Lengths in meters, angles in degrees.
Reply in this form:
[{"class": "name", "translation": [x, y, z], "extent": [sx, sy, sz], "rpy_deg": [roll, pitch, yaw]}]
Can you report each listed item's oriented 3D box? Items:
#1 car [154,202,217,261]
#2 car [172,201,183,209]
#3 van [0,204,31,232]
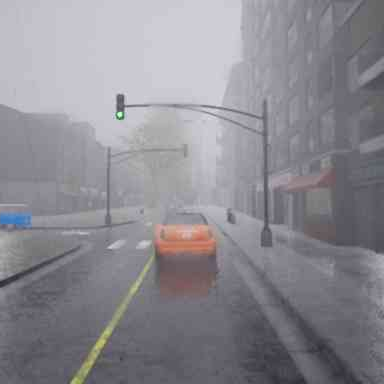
[{"class": "car", "translation": [-0.403, 1.457, 12.983], "extent": [2.097, 1.767, 4.553], "rpy_deg": [0, -1, -6]}, {"class": "car", "translation": [-2.792, 2.458, 64.553], "extent": [1.837, 1.490, 4.892], "rpy_deg": [0, -1, 1]}, {"class": "van", "translation": [-12.932, 1.701, 22.246], "extent": [3.998, 1.788, 1.690], "rpy_deg": [0, -3, 0]}]
